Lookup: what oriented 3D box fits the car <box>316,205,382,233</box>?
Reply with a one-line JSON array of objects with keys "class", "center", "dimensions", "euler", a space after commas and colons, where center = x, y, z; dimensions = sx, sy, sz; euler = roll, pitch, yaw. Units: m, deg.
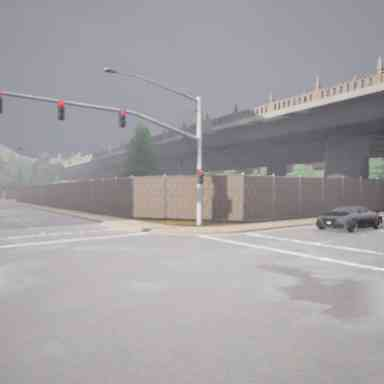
[{"class": "car", "center": [8.987, 1.445, 18.966], "dimensions": [4.181, 1.385, 1.994], "euler": [-1, 0, -34]}]
